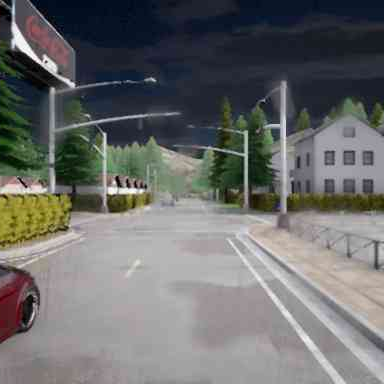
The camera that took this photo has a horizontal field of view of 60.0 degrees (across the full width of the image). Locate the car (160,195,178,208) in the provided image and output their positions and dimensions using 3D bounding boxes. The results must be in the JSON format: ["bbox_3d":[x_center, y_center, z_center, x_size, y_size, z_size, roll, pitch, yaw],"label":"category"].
[{"bbox_3d":[-3.571,1.604,49.648,1.812,1.442,4.674,0,0,0],"label":"car"}]

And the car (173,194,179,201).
[{"bbox_3d":[-3.496,1.257,65.611,1.837,1.490,4.892,0,0,0],"label":"car"}]

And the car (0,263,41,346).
[{"bbox_3d":[-3.587,1.571,4.028,1.994,1.385,4.181,0,0,0],"label":"car"}]
